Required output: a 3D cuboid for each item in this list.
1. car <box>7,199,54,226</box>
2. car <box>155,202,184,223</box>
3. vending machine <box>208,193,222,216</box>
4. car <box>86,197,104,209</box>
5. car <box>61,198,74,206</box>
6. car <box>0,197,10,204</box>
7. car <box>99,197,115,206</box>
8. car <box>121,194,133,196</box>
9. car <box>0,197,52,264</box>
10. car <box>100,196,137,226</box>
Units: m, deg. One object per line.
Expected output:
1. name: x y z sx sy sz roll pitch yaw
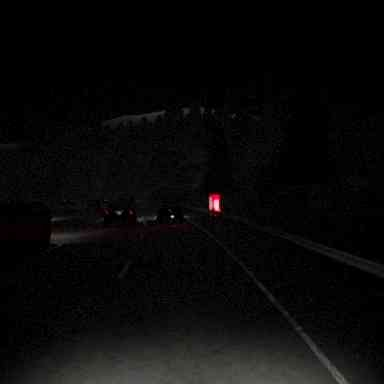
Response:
1. car: -12.497 1.533 26.079 2.097 1.767 4.553 -1 0 -10
2. car: -1.785 1.527 26.273 1.837 1.490 4.892 0 0 -9
3. vending machine: 2.187 1.157 31.469 1.100 2.100 0.880 -1 0 -11
4. car: -14.892 1.715 50.405 1.837 1.490 4.892 1 0 -20
5. car: -23.280 1.858 62.278 1.812 1.442 4.674 0 0 -25
6. car: -43.416 1.880 77.292 1.812 1.442 4.674 -1 0 -32
7. car: -16.231 1.719 63.370 2.128 1.511 4.902 -1 0 -23
8. car: -12.575 1.395 63.864 2.150 2.045 5.566 0 0 -23
9. car: -7.043 1.323 12.198 2.150 2.045 5.566 0 0 -6
10. car: -5.128 1.425 24.095 2.097 1.767 4.553 -1 0 -8
